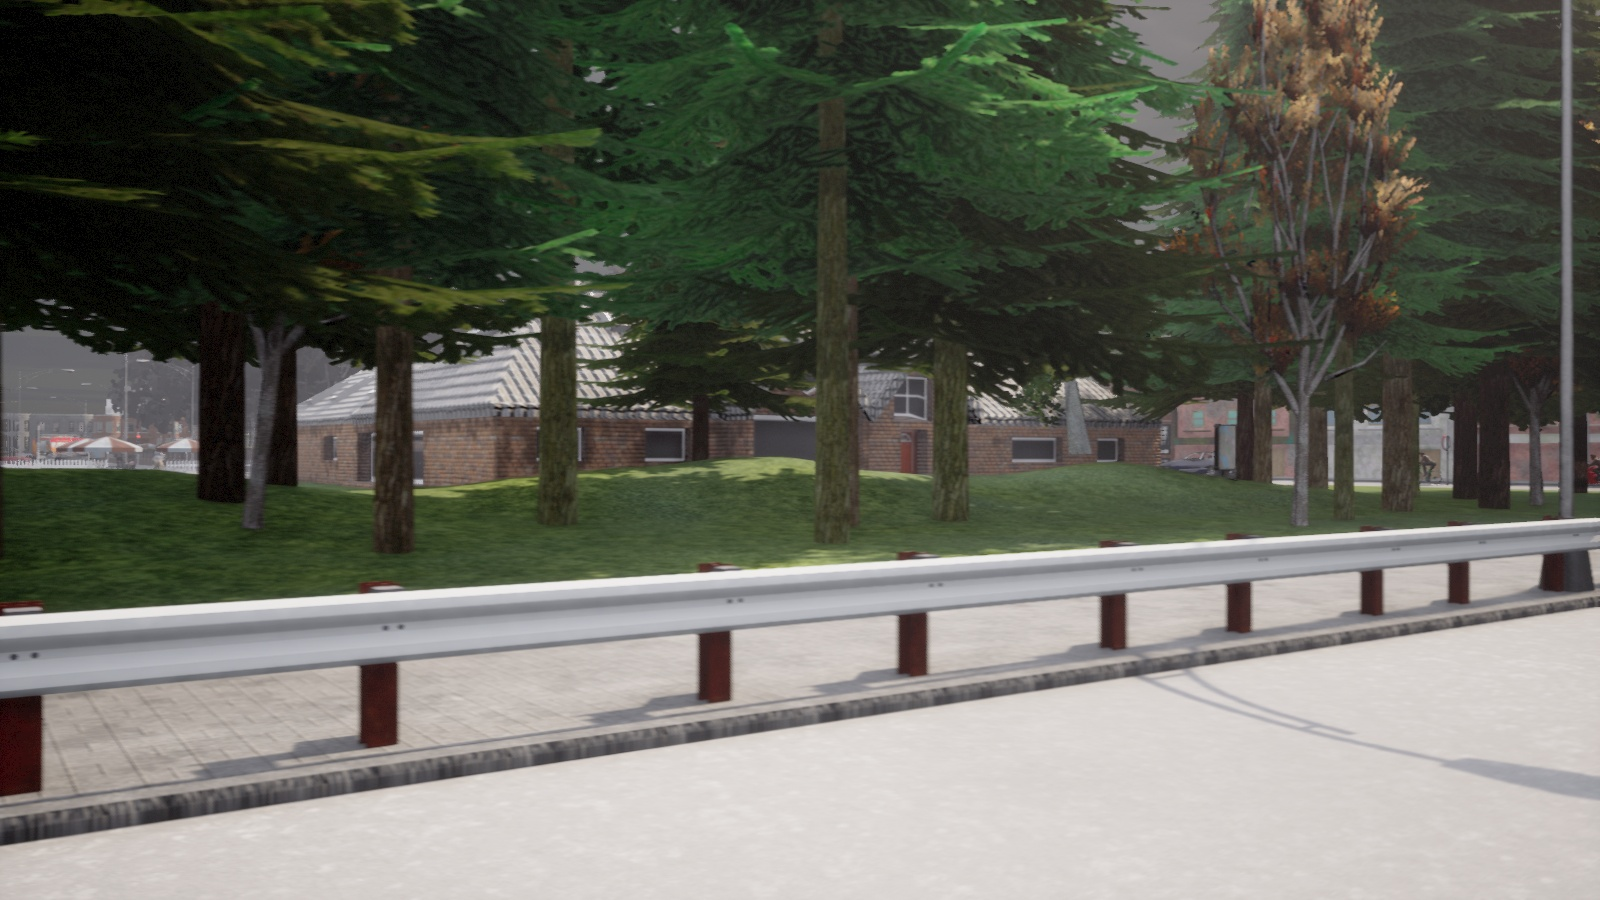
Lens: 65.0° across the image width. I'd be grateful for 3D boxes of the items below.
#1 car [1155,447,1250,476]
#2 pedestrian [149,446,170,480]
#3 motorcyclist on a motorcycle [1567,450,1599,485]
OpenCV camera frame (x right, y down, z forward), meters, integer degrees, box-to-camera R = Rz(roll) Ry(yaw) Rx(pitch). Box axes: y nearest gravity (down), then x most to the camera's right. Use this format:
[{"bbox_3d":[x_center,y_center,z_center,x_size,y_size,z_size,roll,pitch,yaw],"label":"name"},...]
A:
[{"bbox_3d":[23.737,0.655,74.233,2.152,1.651,5.027,0,0,-35],"label":"car"},{"bbox_3d":[-35.354,0.699,69.277,0.900,1.855,0.874,0,0,-37],"label":"pedestrian"},{"bbox_3d":[35.905,0.789,56.689,0.797,1.523,2.044,0,-1,-35],"label":"motorcyclist on a motorcycle"}]
